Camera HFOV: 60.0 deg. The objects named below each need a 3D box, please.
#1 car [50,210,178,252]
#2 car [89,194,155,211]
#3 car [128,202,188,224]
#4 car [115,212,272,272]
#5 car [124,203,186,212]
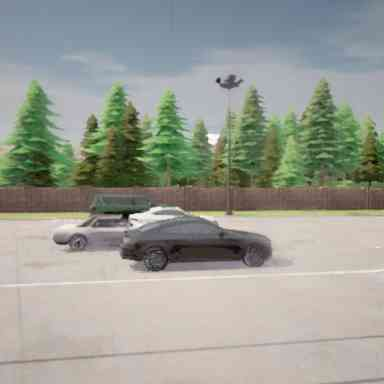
[{"bbox_3d":[-2.979,1.557,13.305,4.718,1.301,1.895,0,0,-9],"label":"car"},{"bbox_3d":[-3.437,1.158,20.320,5.566,2.045,2.150,0,0,-9],"label":"car"},{"bbox_3d":[-2.494,1.491,24.017,4.181,1.385,1.994,0,0,-9],"label":"car"},{"bbox_3d":[0.132,1.496,10.272,4.674,1.442,1.812,0,0,-9],"label":"car"},{"bbox_3d":[-0.977,1.475,17.184,4.674,1.442,1.812,0,0,-9],"label":"car"}]
